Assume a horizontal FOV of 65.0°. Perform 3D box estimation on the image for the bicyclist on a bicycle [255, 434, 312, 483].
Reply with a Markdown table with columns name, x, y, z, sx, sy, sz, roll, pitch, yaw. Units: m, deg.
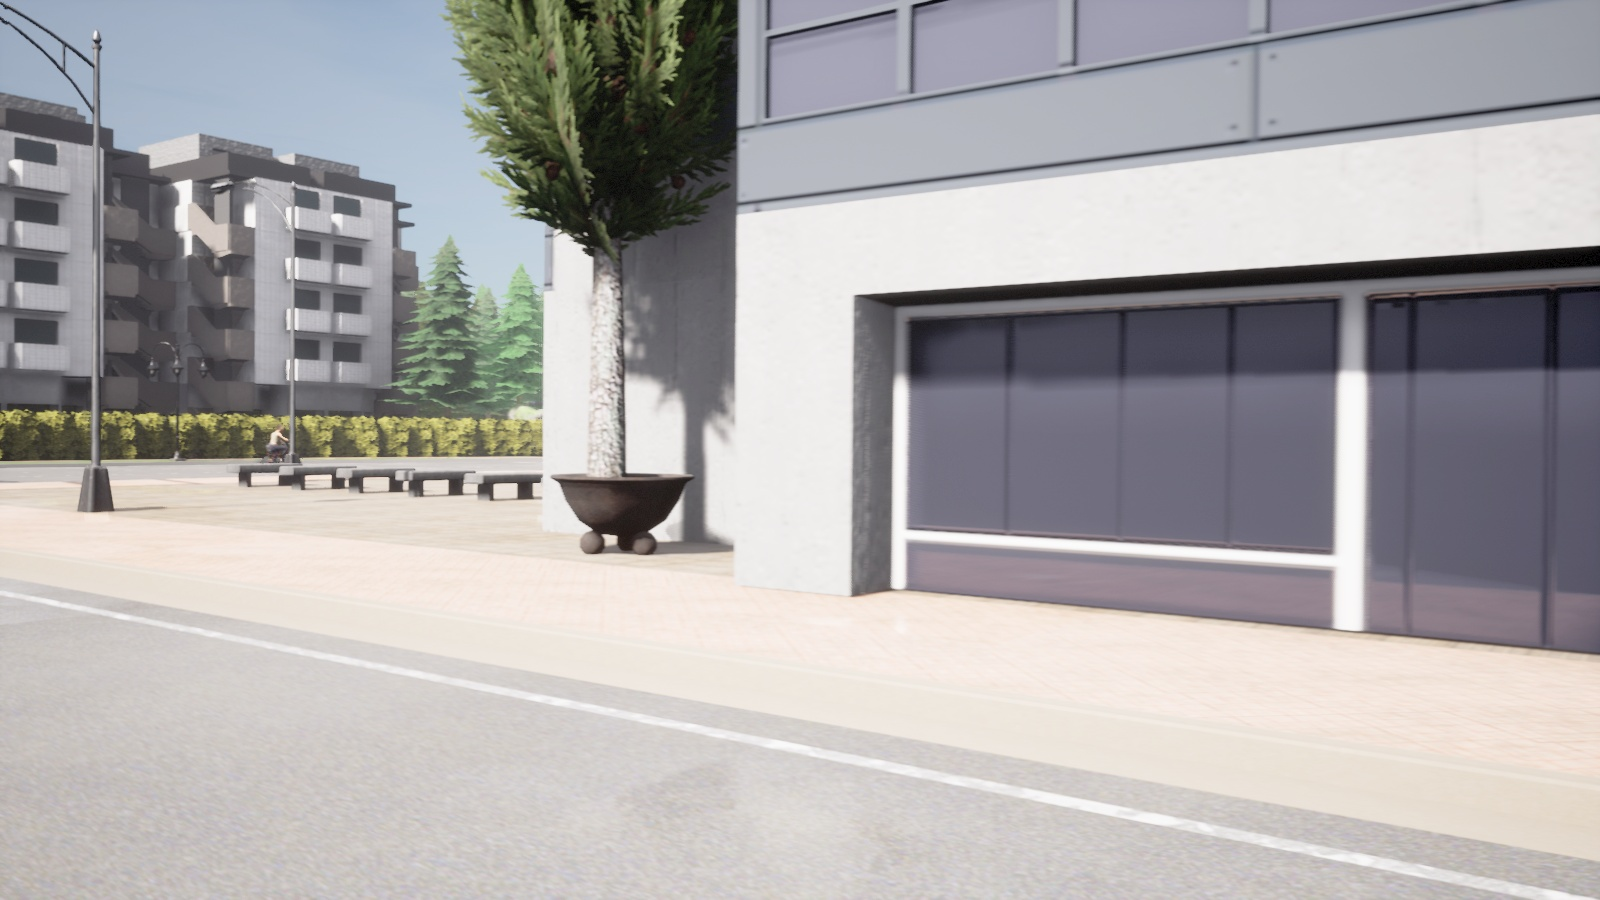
| name | x | y | z | sx | sy | sz | roll | pitch | yaw |
| --- | --- | --- | --- | --- | --- | --- | --- | --- | --- |
| bicyclist on a bicycle | -17.169 | 0.265 | 41.736 | 0.866 | 1.612 | 1.509 | 0 | 1 | 35 |
